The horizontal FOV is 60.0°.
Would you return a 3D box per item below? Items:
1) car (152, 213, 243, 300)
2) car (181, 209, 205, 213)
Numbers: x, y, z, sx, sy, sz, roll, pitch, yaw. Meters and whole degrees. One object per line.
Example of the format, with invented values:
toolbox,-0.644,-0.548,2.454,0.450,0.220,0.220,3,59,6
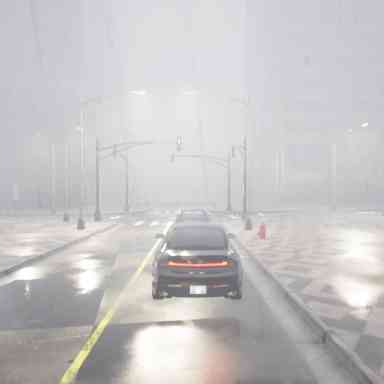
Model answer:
car,0.098,1.501,8.370,1.837,1.490,4.892,0,0,0
car,0.054,1.553,17.273,1.994,1.385,4.181,0,0,1
